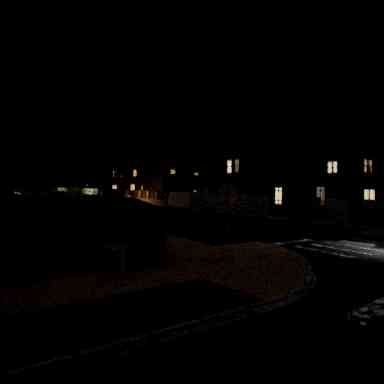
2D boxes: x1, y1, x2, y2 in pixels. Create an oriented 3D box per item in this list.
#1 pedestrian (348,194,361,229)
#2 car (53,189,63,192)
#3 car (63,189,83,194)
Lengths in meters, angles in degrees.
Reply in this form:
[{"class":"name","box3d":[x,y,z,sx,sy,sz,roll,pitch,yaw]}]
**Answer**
[{"class":"pedestrian","box3d":[8.468,1.023,17.450,0.375,1.860,0.375,3,-2,-36]},{"class":"car","box3d":[-22.212,0.257,55.402,2.128,1.511,4.902,1,1,-35]},{"class":"car","box3d":[-16.440,0.545,47.312,1.994,1.385,4.181,1,1,-35]}]
